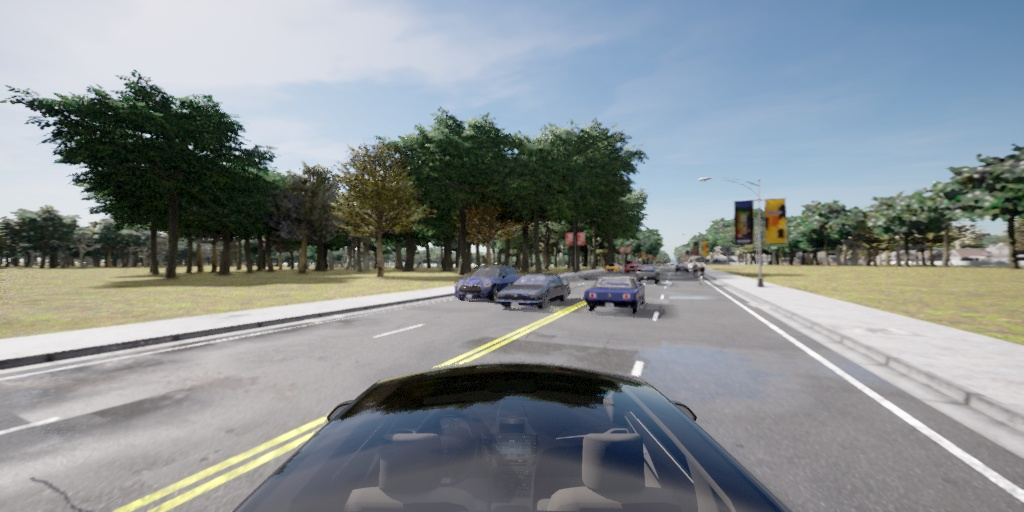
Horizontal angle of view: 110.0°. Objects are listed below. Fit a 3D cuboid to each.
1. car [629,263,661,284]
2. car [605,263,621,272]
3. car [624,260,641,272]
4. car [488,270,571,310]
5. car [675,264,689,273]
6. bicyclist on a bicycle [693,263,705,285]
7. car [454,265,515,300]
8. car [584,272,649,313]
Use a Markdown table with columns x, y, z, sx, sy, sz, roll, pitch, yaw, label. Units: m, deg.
| x | y | z | sx | sy | sz | roll | pitch | yaw | label |
| --- | --- | --- | --- | --- | --- | --- | --- | --- | --- |
| 11.935 | 1.590 | 31.531 | 2.128 | 1.511 | 4.902 | -1 | -1 | 24 | car |
| 15.862 | 1.904 | 56.381 | 1.882 | 1.535 | 5.008 | -1 | -1 | 25 | car |
| 18.115 | 1.601 | 53.506 | 2.150 | 2.045 | 5.566 | -1 | -1 | 25 | car |
| 1.196 | 1.482 | 16.190 | 2.033 | 1.411 | 5.357 | -1 | -1 | 24 | car |
| 27.488 | 1.940 | 57.984 | 1.812 | 1.442 | 4.674 | -1 | -1 | 25 | car |
| 14.805 | 1.414 | 28.074 | 0.659 | 1.776 | 1.843 | -1 | -1 | 24 | bicyclist on a bicycle |
| -1.113 | 1.331 | 18.971 | 2.097 | 1.767 | 4.553 | -1 | -1 | 24 | car |
| 4.460 | 1.509 | 15.030 | 1.895 | 1.301 | 4.718 | -1 | -1 | 24 | car |
